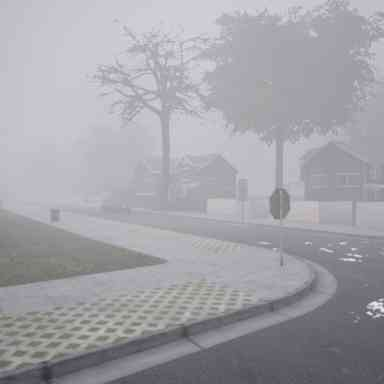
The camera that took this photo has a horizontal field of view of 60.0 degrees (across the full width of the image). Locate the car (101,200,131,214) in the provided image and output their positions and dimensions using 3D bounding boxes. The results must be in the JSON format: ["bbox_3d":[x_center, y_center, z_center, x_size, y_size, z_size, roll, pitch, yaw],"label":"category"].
[{"bbox_3d":[-8.133,1.512,35.390,1.994,1.385,4.181,0,0,-35],"label":"car"}]
